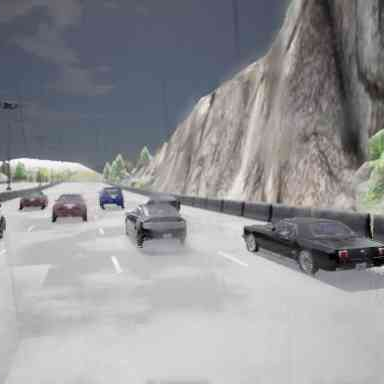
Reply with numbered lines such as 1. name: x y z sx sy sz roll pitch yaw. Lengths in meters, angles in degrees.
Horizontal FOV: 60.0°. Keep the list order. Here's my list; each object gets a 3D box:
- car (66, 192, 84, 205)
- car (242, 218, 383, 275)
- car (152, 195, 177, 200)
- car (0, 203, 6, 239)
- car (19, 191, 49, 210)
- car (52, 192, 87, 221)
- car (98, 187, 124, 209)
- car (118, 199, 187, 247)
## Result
1. car: -13.786 0.704 39.296 1.895 1.301 4.718 0 2 -18
2. car: 3.324 1.435 10.001 1.895 1.301 4.718 0 1 -18
3. car: -2.345 0.945 27.060 1.882 1.535 5.008 0 2 -18
4. car: -8.421 1.009 12.042 2.150 2.045 5.566 0 1 -18
5. car: -14.940 0.666 31.664 2.097 1.767 4.553 0 2 -18
6. car: -8.270 0.909 22.691 2.097 1.767 4.553 0 1 -18
7. car: -8.120 0.513 33.338 2.150 2.045 5.566 0 2 -18
8. car: -1.622 1.251 13.786 2.128 1.511 4.902 0 1 -18
